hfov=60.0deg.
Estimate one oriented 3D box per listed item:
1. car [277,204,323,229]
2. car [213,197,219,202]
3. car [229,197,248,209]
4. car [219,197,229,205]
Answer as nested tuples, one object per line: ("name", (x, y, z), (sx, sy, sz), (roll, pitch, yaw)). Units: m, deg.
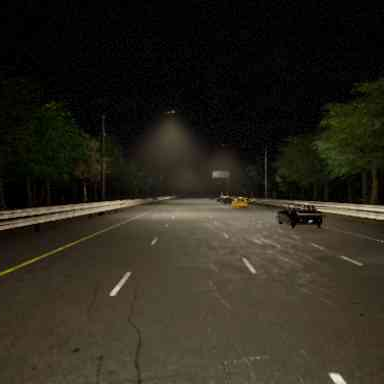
("car", (7.019, 1.556, 22.103), (2.128, 1.511, 4.902), (0, 0, 0))
("car", (7.408, 2.091, 89.411), (1.895, 1.301, 4.718), (0, 0, 1))
("car", (7.120, 1.727, 49.992), (1.882, 1.535, 5.008), (0, -1, 0))
("car", (7.233, 1.862, 68.349), (1.837, 1.490, 4.892), (0, 0, 0))
